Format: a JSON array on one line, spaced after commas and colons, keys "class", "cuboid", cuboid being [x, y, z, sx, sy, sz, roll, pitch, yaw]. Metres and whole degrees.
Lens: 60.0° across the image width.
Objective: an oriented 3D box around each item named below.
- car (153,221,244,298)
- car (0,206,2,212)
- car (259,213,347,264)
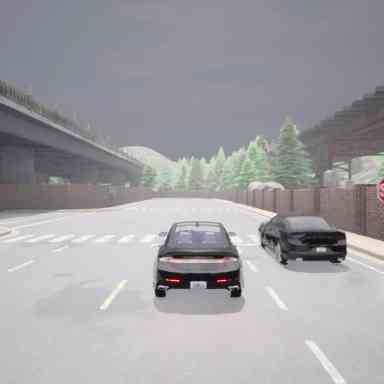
[{"class": "car", "cuboid": [0.144, 1.492, 8.526, 2.128, 1.511, 4.902, 0, 0, 1]}, {"class": "car", "cuboid": [-20.655, 1.547, 30.881, 5.357, 1.411, 2.033, 0, 0, 0]}, {"class": "car", "cuboid": [3.681, 1.478, 11.876, 1.882, 1.535, 5.008, 0, 0, 1]}]
